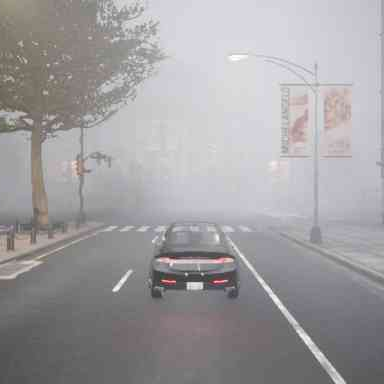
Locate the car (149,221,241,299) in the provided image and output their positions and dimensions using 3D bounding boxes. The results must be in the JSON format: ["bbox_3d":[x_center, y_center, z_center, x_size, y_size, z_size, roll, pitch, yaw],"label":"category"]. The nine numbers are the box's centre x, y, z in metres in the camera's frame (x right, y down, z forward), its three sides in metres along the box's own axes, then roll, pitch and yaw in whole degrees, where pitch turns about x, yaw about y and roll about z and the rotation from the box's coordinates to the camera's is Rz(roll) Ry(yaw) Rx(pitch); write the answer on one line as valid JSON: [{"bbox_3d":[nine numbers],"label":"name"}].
[{"bbox_3d":[0.064,1.491,8.465,2.128,1.511,4.902,0,0,0],"label":"car"}]
